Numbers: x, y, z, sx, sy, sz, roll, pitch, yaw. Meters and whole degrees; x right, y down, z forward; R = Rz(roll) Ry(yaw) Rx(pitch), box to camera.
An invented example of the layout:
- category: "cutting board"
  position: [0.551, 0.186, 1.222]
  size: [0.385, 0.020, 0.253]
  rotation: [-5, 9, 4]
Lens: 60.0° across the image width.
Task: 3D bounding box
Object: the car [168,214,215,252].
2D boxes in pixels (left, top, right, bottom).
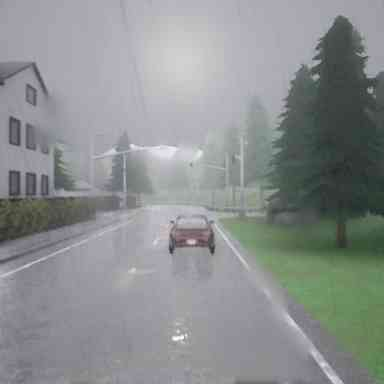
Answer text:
- category: "car"
  position: [0.002, 1.663, 14.383]
  size: [1.812, 1.442, 4.674]
  rotation: [0, 0, 0]
